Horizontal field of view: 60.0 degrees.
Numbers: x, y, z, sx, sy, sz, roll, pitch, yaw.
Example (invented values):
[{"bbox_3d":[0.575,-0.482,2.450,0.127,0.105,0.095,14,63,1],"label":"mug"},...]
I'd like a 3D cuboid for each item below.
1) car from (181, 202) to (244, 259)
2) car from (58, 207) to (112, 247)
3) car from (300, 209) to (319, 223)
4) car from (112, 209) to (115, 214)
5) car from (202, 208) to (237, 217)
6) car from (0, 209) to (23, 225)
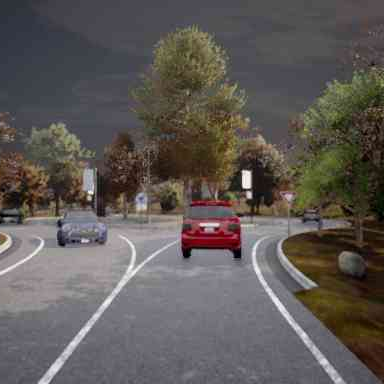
[{"bbox_3d":[0.938,1.426,13.652,2.150,2.045,5.566,0,-2,8],"label":"car"},{"bbox_3d":[-5.627,1.671,16.858,2.097,1.767,4.553,1,-2,-24],"label":"car"},{"bbox_3d":[13.022,2.621,36.646,2.128,1.511,4.902,0,-2,15],"label":"car"},{"bbox_3d":[-14.476,3.136,52.011,4.902,1.511,2.128,0,-2,-41],"label":"car"},{"bbox_3d":[4.531,3.419,55.097,5.357,1.411,2.033,-1,-3,26],"label":"car"},{"bbox_3d":[-17.901,2.470,32.924,2.128,1.511,4.902,1,-2,-23],"label":"car"}]
